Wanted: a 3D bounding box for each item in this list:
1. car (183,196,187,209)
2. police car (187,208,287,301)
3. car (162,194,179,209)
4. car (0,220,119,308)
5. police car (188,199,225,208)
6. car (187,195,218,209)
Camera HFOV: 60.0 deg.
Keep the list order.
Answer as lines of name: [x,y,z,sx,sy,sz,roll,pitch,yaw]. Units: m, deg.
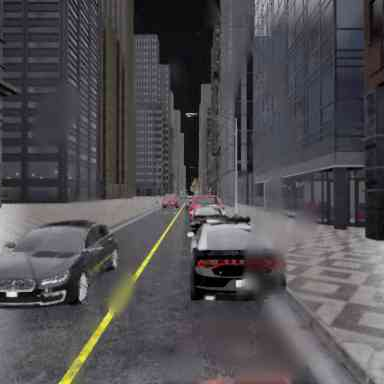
car: [0.078,1.630,46.879,2.033,1.411,5.357,0,0,1]
police car: [0.908,1.432,8.508,1.930,1.638,5.238,0,0,0]
car: [-3.045,1.304,47.195,2.150,2.045,5.566,0,0,0]
car: [-3.092,1.511,8.148,1.837,1.490,4.892,0,0,0]
police car: [0.920,1.447,18.510,1.930,1.638,5.238,0,0,0]
car: [0.927,1.259,24.432,2.150,2.045,5.566,0,0,0]
